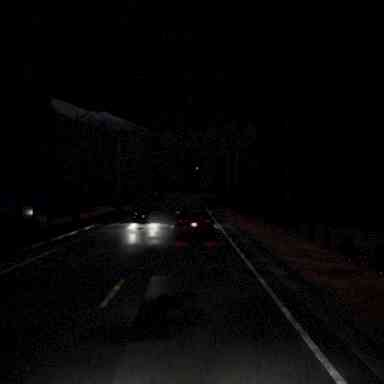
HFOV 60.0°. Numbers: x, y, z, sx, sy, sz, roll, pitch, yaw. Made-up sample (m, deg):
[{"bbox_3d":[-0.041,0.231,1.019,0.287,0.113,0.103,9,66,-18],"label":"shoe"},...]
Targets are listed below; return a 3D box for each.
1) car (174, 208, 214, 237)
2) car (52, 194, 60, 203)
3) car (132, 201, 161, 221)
[{"bbox_3d":[0.103,1.521,17.829,1.994,1.385,4.181,0,0,0],"label":"car"},{"bbox_3d":[-25.010,1.018,58.875,1.932,1.855,4.605,0,0,-1],"label":"car"},{"bbox_3d":[-3.496,1.497,26.277,1.837,1.490,4.892,0,0,0],"label":"car"}]
